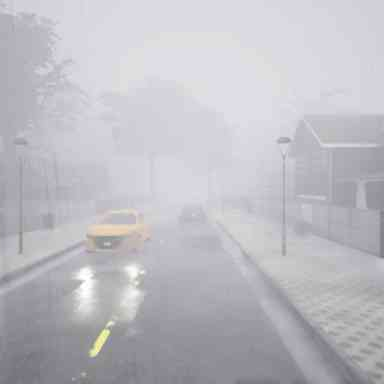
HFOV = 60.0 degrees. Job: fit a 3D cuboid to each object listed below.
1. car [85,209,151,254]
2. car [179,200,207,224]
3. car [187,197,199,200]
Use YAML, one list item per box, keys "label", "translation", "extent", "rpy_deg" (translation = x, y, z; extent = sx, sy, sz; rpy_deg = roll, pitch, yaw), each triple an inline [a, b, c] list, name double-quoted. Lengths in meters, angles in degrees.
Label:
- label: "car"
  translation: [-2.843, 1.476, 13.698]
  extent: [1.882, 1.535, 5.008]
  rpy_deg: [0, 0, 0]
- label: "car"
  translation: [0.084, 1.567, 24.683]
  extent: [1.994, 1.385, 4.181]
  rpy_deg: [0, 0, 0]
- label: "car"
  translation: [0.092, 1.366, 42.093]
  extent: [2.097, 1.767, 4.553]
  rpy_deg: [0, 0, 0]
